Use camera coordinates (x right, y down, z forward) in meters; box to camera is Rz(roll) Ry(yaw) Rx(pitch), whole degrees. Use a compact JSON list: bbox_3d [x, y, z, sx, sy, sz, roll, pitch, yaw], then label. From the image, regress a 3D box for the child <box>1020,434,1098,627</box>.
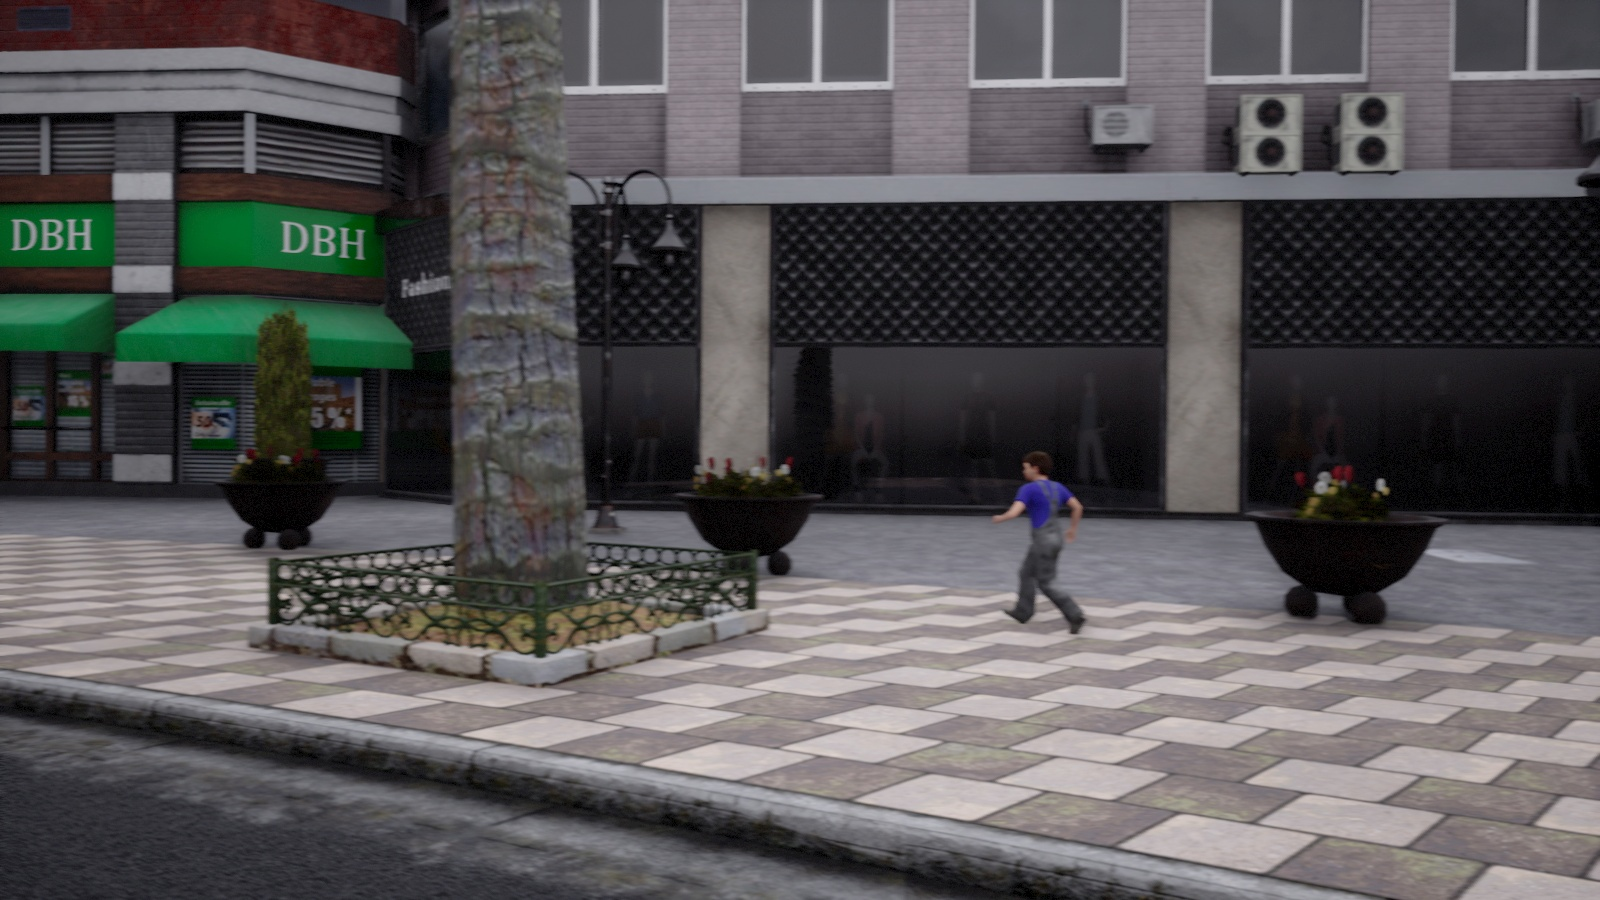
[{"bbox_3d":[1.750,0.529,8.484,0.437,1.263,0.270,0,1,38],"label":"child"}]
